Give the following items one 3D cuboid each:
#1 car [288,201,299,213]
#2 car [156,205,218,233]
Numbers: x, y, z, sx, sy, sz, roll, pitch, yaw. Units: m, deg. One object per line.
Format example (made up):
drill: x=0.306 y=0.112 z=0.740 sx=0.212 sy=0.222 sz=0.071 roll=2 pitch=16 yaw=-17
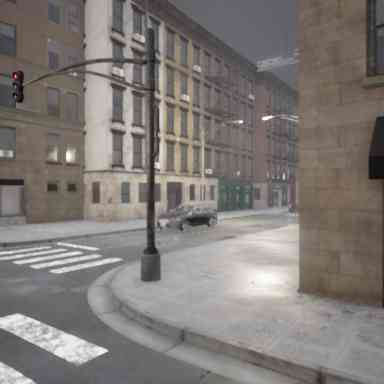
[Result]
car: x=13.028 y=1.561 z=39.263 sx=2.097 sy=1.767 sz=4.553 roll=0 pitch=0 yaw=36
car: x=-0.208 y=1.580 z=20.763 sx=2.128 sy=1.511 sz=4.902 roll=0 pitch=0 yaw=36
